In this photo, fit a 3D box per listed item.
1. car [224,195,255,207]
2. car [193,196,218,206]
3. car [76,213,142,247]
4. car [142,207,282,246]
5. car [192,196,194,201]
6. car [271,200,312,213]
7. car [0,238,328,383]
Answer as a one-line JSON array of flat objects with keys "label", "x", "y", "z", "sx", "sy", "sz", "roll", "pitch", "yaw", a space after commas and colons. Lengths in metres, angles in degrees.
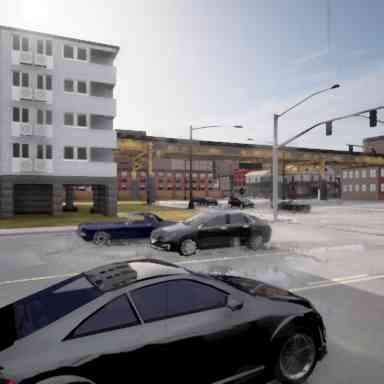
[{"label": "car", "x": 6.806, "y": 1.497, "z": 46.349, "sx": 1.837, "sy": 1.490, "sz": 4.892, "roll": 0, "pitch": 0, "yaw": -25}, {"label": "car", "x": 2.540, "y": 1.540, "z": 55.772, "sx": 2.033, "sy": 1.411, "sz": 5.357, "roll": 0, "pitch": 0, "yaw": -21}, {"label": "car", "x": -2.723, "y": 1.599, "z": 15.010, "sx": 4.718, "sy": 1.301, "sz": 1.895, "roll": 0, "pitch": 0, "yaw": -26}, {"label": "car", "x": 0.813, "y": 1.503, "z": 12.832, "sx": 4.892, "sy": 1.490, "sz": 1.837, "roll": 0, "pitch": 0, "yaw": -26}, {"label": "car", "x": 0.778, "y": 1.538, "z": 65.866, "sx": 2.033, "sy": 1.411, "sz": 5.357, "roll": 0, "pitch": 0, "yaw": 3}, {"label": "car", "x": 11.095, "y": 1.594, "z": 37.298, "sx": 1.895, "sy": 1.301, "sz": 4.718, "roll": 0, "pitch": 0, "yaw": -26}, {"label": "car", "x": -0.331, "y": 1.564, "z": 4.088, "sx": 4.181, "sy": 1.385, "sz": 1.994, "roll": 0, "pitch": 0, "yaw": -30}]
